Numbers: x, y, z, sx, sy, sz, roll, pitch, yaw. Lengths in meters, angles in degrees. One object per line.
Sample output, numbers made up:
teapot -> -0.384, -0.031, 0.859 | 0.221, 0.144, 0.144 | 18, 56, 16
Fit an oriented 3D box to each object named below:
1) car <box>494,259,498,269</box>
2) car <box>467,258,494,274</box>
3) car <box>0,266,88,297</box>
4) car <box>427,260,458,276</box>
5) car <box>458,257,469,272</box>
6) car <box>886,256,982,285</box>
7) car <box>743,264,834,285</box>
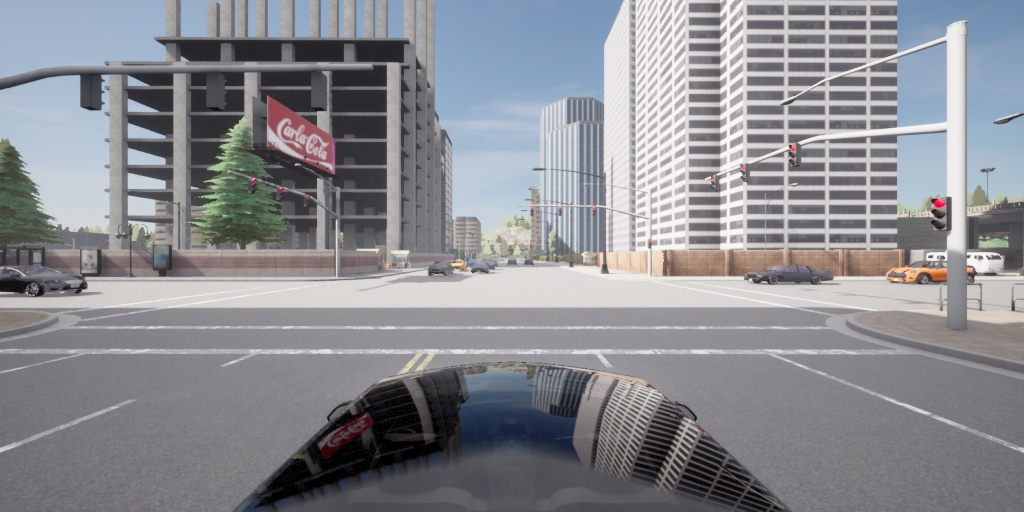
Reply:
car -> -3.568, 1.101, 52.200 | 2.097, 1.767, 4.553 | 0, 0, 0
car -> -3.578, 1.298, 41.182 | 2.033, 1.411, 5.357 | 0, 0, 0
car -> -24.548, 1.241, 18.121 | 4.902, 1.511, 2.128 | 0, 0, 0
car -> -7.179, 1.257, 36.533 | 1.837, 1.490, 4.892 | 0, -1, 3
car -> -7.078, 1.227, 46.760 | 1.882, 1.535, 5.008 | 0, 0, 0
car -> 29.655, 1.102, 25.558 | 4.553, 1.767, 2.097 | 0, 0, 1
car -> 19.647, 1.297, 25.537 | 5.357, 1.411, 2.033 | 0, 0, 0
